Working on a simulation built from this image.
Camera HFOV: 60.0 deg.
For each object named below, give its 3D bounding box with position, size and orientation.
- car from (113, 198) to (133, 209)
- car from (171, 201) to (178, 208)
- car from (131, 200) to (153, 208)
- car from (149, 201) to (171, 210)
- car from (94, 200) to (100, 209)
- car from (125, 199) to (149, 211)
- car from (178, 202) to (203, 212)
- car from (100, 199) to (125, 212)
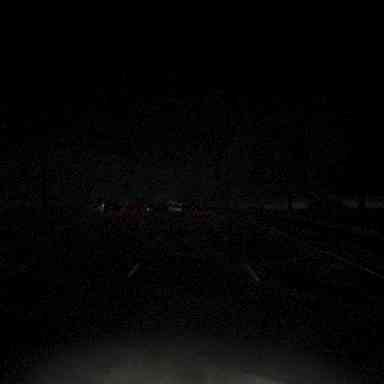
[{"bbox_3d":[-12.197,1.923,58.486,2.097,1.767,4.553,0,-1,-30],"label":"car"},{"bbox_3d":[-3.465,2.149,56.160,1.895,1.301,4.718,0,-1,-26],"label":"car"},{"bbox_3d":[-9.064,2.135,60.039,2.033,1.411,5.357,0,-1,-30],"label":"car"},{"bbox_3d":[-5.177,2.060,50.849,1.994,1.385,4.181,0,-1,-22],"label":"car"},{"bbox_3d":[-15.361,2.062,56.982,1.837,1.490,4.892,0,-1,-30],"label":"car"},{"bbox_3d":[-8.259,1.831,49.114,2.097,1.767,4.553,0,-1,-22],"label":"car"},{"bbox_3d":[-0.105,2.056,46.580,1.895,1.301,4.718,0,-1,-18],"label":"car"},{"bbox_3d":[-11.383,1.955,47.436,2.128,1.511,4.902,0,-1,-22],"label":"car"}]
